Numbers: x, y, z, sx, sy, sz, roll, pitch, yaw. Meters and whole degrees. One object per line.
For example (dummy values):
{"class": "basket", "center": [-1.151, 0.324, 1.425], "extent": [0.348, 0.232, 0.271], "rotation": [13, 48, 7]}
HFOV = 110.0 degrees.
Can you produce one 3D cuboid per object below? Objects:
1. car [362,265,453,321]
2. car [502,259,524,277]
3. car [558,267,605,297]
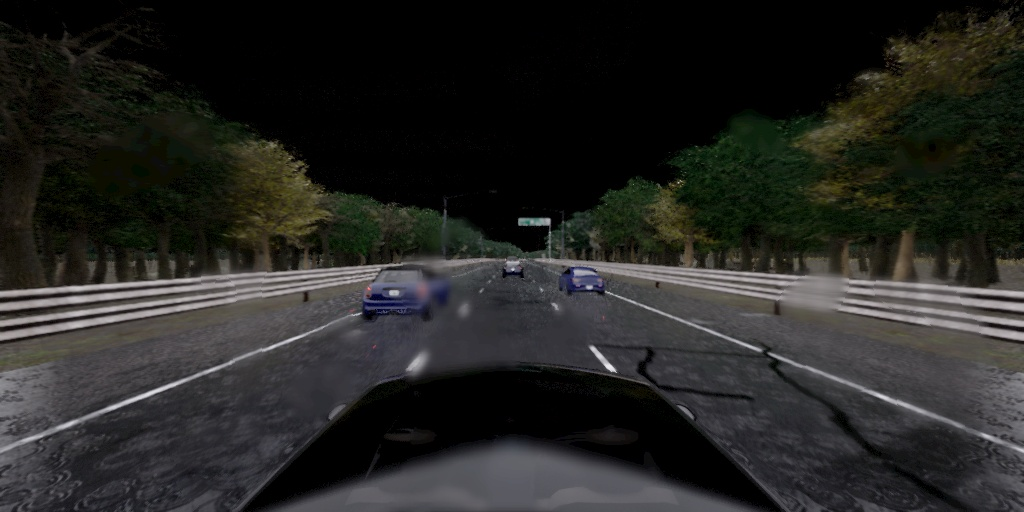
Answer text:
{"class": "car", "center": [-3.405, 1.104, 12.531], "extent": [2.097, 1.767, 4.553], "rotation": [0, 0, 0]}
{"class": "car", "center": [0.094, 1.269, 35.105], "extent": [2.163, 1.488, 4.792], "rotation": [0, 0, 0]}
{"class": "car", "center": [3.596, 1.281, 18.953], "extent": [1.812, 1.442, 4.674], "rotation": [0, 0, 0]}
